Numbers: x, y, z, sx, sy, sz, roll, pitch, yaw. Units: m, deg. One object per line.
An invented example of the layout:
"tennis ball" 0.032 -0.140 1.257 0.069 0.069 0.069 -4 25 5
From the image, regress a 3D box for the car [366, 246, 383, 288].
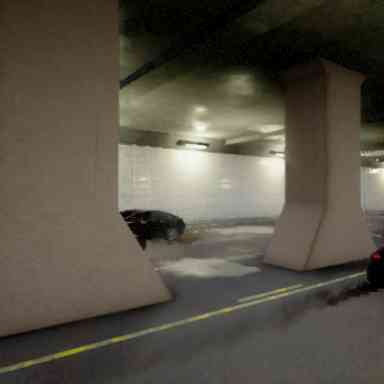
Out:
"car" 6.121 1.594 8.111 4.181 1.385 1.994 0 0 -35

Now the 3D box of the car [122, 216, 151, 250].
"car" -3.851 1.609 9.843 4.718 1.301 1.895 0 0 -35

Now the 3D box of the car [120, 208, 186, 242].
"car" -2.557 1.526 15.065 4.892 1.490 1.837 0 0 -35
